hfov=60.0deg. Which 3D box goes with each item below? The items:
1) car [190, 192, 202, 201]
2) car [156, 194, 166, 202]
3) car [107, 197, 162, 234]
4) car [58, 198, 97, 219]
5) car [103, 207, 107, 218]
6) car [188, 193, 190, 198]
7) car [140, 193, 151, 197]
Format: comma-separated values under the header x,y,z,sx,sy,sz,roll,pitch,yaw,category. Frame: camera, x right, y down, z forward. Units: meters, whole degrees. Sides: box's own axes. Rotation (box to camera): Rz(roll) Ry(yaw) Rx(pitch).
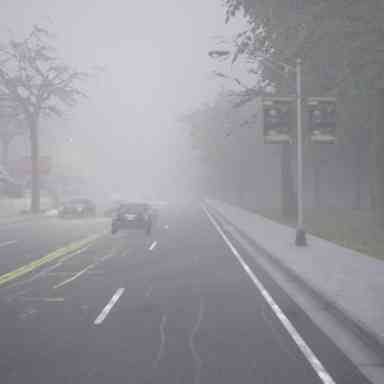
x,y,z,sx,sy,sz,roll,pitch,yaw,category
1.115,0.980,73.871,2.150,2.045,5.566,0,0,0,car
-6.522,1.232,71.045,2.128,1.511,4.902,0,0,0,car
-3.154,1.342,19.152,2.097,1.767,4.553,0,0,0,car
-9.852,1.304,28.926,2.097,1.767,4.553,0,0,0,car
-6.604,1.471,30.225,1.812,1.442,4.674,0,0,0,car
-0.028,0.886,92.964,2.097,1.767,4.553,0,0,0,car
-9.772,1.079,70.241,2.097,1.767,4.553,0,0,0,car
